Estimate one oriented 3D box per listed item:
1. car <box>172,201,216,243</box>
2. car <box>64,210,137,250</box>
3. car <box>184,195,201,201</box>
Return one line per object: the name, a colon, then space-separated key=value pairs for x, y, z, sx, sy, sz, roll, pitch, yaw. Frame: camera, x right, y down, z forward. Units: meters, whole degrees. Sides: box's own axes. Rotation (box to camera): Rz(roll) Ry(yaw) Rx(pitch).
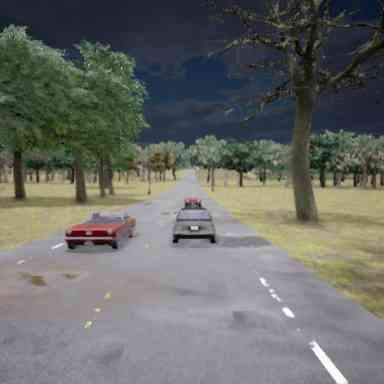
car: x=0.092 y=1.385 z=15.229 sx=2.033 sy=1.411 sz=5.357 roll=0 pitch=1 yaw=0
car: x=-3.563 y=1.460 z=13.726 sx=1.895 sy=1.301 sz=4.718 roll=0 pitch=1 yaw=0
car: x=0.105 y=0.957 z=38.316 sx=1.895 sy=1.301 sz=4.718 roll=0 pitch=2 yaw=0
